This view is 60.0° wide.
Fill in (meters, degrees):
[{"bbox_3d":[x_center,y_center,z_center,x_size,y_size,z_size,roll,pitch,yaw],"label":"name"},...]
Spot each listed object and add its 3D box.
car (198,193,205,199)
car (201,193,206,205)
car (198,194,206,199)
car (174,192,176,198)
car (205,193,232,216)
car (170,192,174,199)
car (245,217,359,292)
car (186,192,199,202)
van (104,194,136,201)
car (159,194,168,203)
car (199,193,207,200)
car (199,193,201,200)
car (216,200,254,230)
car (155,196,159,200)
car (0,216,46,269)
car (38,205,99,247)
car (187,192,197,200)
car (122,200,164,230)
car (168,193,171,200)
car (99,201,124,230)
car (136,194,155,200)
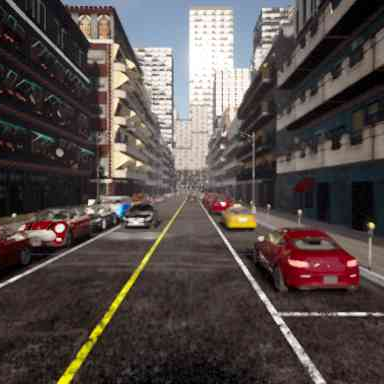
[{"bbox_3d":[2.673,0.964,92.550,1.967,1.590,4.097,-1,0,0],"label":"car"},{"bbox_3d":[2.675,1.096,42.132,2.192,1.841,5.009,-1,0,0],"label":"car"},{"bbox_3d":[2.675,1.118,86.949,1.947,1.339,4.313,-1,0,0],"label":"car"},{"bbox_3d":[-5.705,1.102,86.977,2.008,1.369,4.403,-1,0,0],"label":"car"},{"bbox_3d":[2.675,1.154,30.928,2.192,1.841,5.009,-1,0,0],"label":"car"},{"bbox_3d":[-5.704,1.159,75.774,2.008,1.369,4.403,-1,0,0],"label":"car"},{"bbox_3d":[2.681,1.537,8.521,1.802,1.307,4.206,-1,0,0],"label":"car"},{"bbox_3d":[-0.004,1.165,65.124,1.837,1.490,4.892,0,0,0],"label":"car"},{"bbox_3d":[-5.671,1.208,25.354,1.690,1.788,3.998,-1,0,0],"label":"van"},{"bbox_3d":[-5.703,1.276,58.967,1.802,1.307,4.206,-1,0,0],"label":"car"},{"bbox_3d":[2.675,1.105,81.517,1.752,1.417,4.829,-1,0,0],"label":"car"},{"bbox_3d":[2.674,1.038,53.336,2.192,1.841,5.009,-1,0,0],"label":"car"},{"bbox_3d":[2.679,1.421,19.895,1.752,1.417,4.829,-1,0,0],"label":"car"},{"bbox_3d":[-5.710,1.331,42.161,2.008,1.369,4.403,-1,0,0],"label":"car"},{"bbox_3d":[-5.666,1.536,8.550,1.802,1.307,4.206,-1,0,0],"label":"car"},{"bbox_3d":[-5.669,1.365,14.151,1.967,1.590,4.097,-1,0,0],"label":"car"},{"bbox_3d":[-0.004,0.868,75.133,2.097,1.767,4.553,0,0,0],"label":"car"},{"bbox_3d":[-3.039,1.418,20.397,1.812,1.442,4.674,0,0,0],"label":"car"},{"bbox_3d":[-5.704,1.247,64.569,1.802,1.307,4.206,-1,0,0],"label":"car"},{"bbox_3d":[-5.668,1.447,19.753,2.008,1.369,4.403,-1,0,0],"label":"car"},{"bbox_3d":[-5.695,1.124,36.558,2.192,1.841,5.009,-1,0,0],"label":"car"}]
